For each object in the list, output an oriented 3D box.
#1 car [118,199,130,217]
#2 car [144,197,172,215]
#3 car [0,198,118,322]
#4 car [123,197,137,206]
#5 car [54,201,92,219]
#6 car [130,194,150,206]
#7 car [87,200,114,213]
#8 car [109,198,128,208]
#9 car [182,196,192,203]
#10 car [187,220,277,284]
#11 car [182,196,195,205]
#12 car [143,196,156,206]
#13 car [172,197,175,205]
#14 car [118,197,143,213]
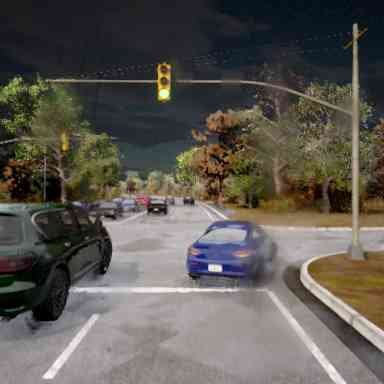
[{"bbox_3d":[-7.081,1.587,28.769,2.033,1.411,5.357,0,0,-1],"label":"car"},{"bbox_3d":[-3.439,1.524,34.223,1.882,1.535,5.008,0,0,0],"label":"car"},{"bbox_3d":[-3.403,1.231,7.385,2.150,2.045,5.566,0,0,0],"label":"car"},{"bbox_3d":[-11.021,1.585,59.254,1.837,1.490,4.892,0,0,-2],"label":"car"},{"bbox_3d":[-10.615,1.566,30.053,1.812,1.442,4.674,0,0,0],"label":"car"},{"bbox_3d":[-7.275,1.288,48.701,2.150,2.045,5.566,0,0,0],"label":"car"},{"bbox_3d":[-10.675,1.654,39.161,1.895,1.301,4.718,0,0,0],"label":"car"},{"bbox_3d":[-10.777,1.592,48.994,1.812,1.442,4.674,0,0,-1],"label":"car"},{"bbox_3d":[-1.046,1.528,70.518,1.812,1.442,4.674,0,0,-3],"label":"car"},{"bbox_3d":[1.279,1.539,9.645,1.812,1.442,4.674,0,0,19],"label":"car"},{"bbox_3d":[-0.555,1.560,60.372,1.882,1.535,5.008,0,0,-2],"label":"car"},{"bbox_3d":[-7.528,1.558,59.183,1.882,1.535,5.008,0,0,-1],"label":"car"},{"bbox_3d":[-4.057,1.574,60.378,2.128,1.511,4.902,0,0,-2],"label":"car"},{"bbox_3d":[-7.168,1.578,38.229,1.812,1.442,4.674,0,0,0],"label":"car"}]
